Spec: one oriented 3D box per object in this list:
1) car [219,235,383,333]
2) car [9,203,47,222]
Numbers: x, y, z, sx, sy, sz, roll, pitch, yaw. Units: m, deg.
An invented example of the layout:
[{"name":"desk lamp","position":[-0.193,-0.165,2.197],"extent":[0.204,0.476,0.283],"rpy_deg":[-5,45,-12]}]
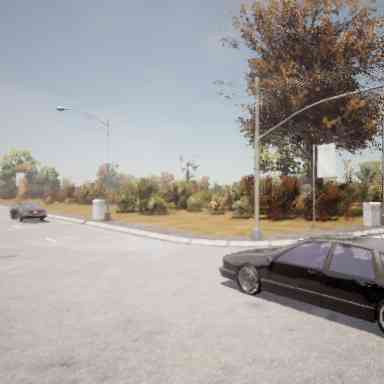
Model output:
[{"name":"car","position":[2.956,1.577,6.563],"extent":[2.033,1.411,5.357],"rpy_deg":[0,0,-39]},{"name":"car","position":[-13.230,1.571,26.752],"extent":[2.033,1.411,5.357],"rpy_deg":[0,0,-39]}]
